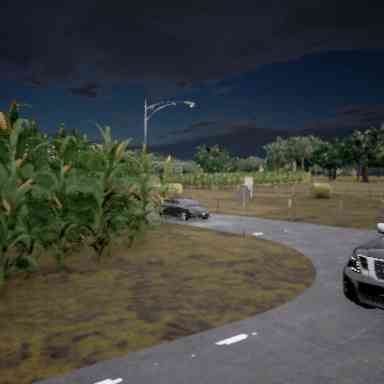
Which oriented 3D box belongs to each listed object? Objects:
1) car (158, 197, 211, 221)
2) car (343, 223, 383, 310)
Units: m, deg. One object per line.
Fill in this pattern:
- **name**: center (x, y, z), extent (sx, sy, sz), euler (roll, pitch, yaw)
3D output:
- **car**: center (-0.643, 1.138, 23.325), extent (1.837, 1.490, 4.892), euler (-1, 2, -35)
- **car**: center (5.419, 1.239, 6.790), extent (5.566, 2.045, 2.150), euler (-1, 1, -35)
